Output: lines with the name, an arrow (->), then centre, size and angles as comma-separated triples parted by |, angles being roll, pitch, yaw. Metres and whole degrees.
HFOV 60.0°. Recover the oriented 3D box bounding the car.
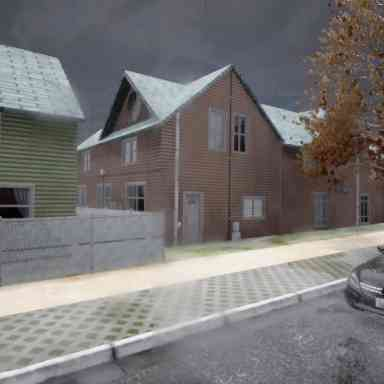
car -> 4.966, 1.529, 6.633 | 4.674, 1.442, 1.812 | 0, 0, -36
